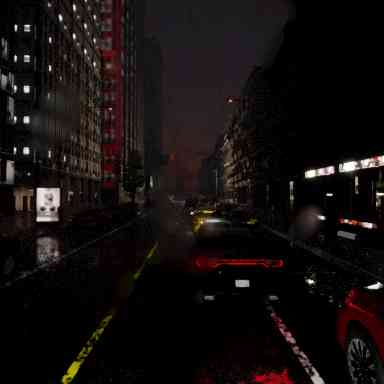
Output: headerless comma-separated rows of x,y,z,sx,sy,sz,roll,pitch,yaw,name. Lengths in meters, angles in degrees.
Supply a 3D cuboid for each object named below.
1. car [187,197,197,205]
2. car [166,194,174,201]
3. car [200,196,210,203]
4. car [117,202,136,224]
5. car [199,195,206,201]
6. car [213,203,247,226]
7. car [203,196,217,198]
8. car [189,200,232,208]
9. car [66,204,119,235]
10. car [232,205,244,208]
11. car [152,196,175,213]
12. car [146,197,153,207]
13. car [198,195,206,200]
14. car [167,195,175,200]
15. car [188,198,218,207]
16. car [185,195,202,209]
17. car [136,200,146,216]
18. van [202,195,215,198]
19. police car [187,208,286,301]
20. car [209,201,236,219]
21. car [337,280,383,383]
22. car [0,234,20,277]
-0.004,1.587,60.033,1.895,1.301,4.718,0,0,0,car
-5.682,1.400,86.727,1.967,1.590,4.097,1,0,0,car
2.696,1.560,69.721,1.802,1.307,4.206,1,0,0,car
-5.682,1.547,24.501,1.887,1.381,4.507,1,0,0,car
2.696,1.542,86.692,1.802,1.307,4.206,1,0,0,car
2.698,1.569,24.468,1.947,1.339,4.313,1,0,0,car
2.697,1.562,41.438,1.947,1.339,4.313,1,0,0,car
0.898,1.459,18.599,1.801,1.575,5.366,0,0,0,car
-5.682,1.585,18.845,1.802,1.307,4.206,1,0,0,car
2.699,1.529,18.982,1.752,1.417,4.829,1,0,0,car
-3.001,1.524,36.615,1.812,1.442,4.674,0,0,0,car
-5.681,1.434,47.131,1.967,1.590,4.097,1,0,0,car
2.696,1.504,92.348,2.008,1.369,4.403,1,0,0,car
-5.685,1.519,92.384,1.947,1.339,4.313,1,0,0,car
0.815,1.458,24.597,1.801,1.575,5.366,0,0,0,car
0.004,1.472,45.872,1.882,1.535,5.008,0,0,0,car
-5.683,1.567,30.158,1.947,1.339,4.313,1,0,0,car
2.700,1.335,47.095,1.690,1.788,3.998,1,0,0,van
0.899,1.428,8.518,1.930,1.638,5.238,0,0,0,police car
2.698,1.552,30.125,2.008,1.369,4.403,1,0,0,car
2.702,1.316,1.842,2.192,1.841,5.009,1,0,0,car
-5.681,1.547,7.531,1.887,1.381,4.507,1,0,0,car
